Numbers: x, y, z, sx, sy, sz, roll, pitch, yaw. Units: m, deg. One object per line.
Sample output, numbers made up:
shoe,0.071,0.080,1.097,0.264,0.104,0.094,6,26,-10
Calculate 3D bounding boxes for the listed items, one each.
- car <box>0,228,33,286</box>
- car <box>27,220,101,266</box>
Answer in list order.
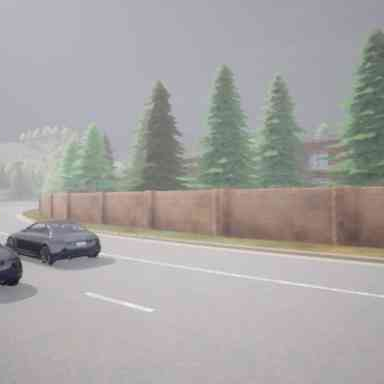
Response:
car,-6.259,1.721,8.800,4.181,1.385,1.994,-1,-1,39
car,-5.273,1.756,12.539,4.181,1.385,1.994,-1,-1,40
